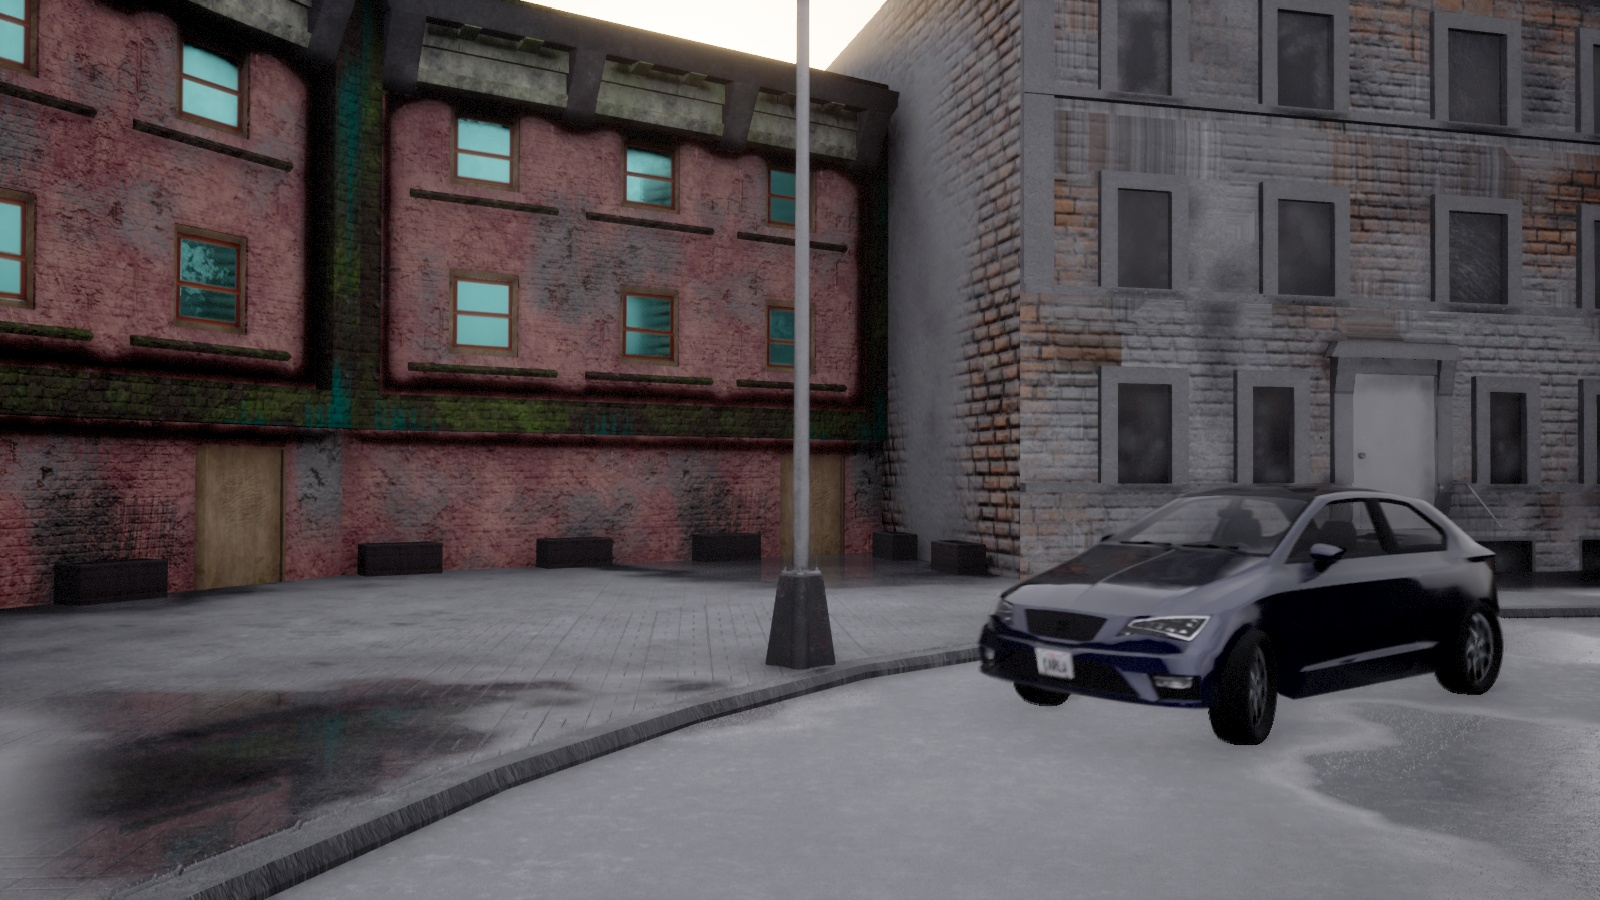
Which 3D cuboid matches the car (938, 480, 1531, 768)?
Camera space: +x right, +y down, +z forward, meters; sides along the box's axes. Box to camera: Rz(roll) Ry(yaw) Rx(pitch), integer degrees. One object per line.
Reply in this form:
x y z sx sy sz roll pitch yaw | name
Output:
3.100 0.958 8.582 4.193 1.474 1.816 0 -1 -38 | car
